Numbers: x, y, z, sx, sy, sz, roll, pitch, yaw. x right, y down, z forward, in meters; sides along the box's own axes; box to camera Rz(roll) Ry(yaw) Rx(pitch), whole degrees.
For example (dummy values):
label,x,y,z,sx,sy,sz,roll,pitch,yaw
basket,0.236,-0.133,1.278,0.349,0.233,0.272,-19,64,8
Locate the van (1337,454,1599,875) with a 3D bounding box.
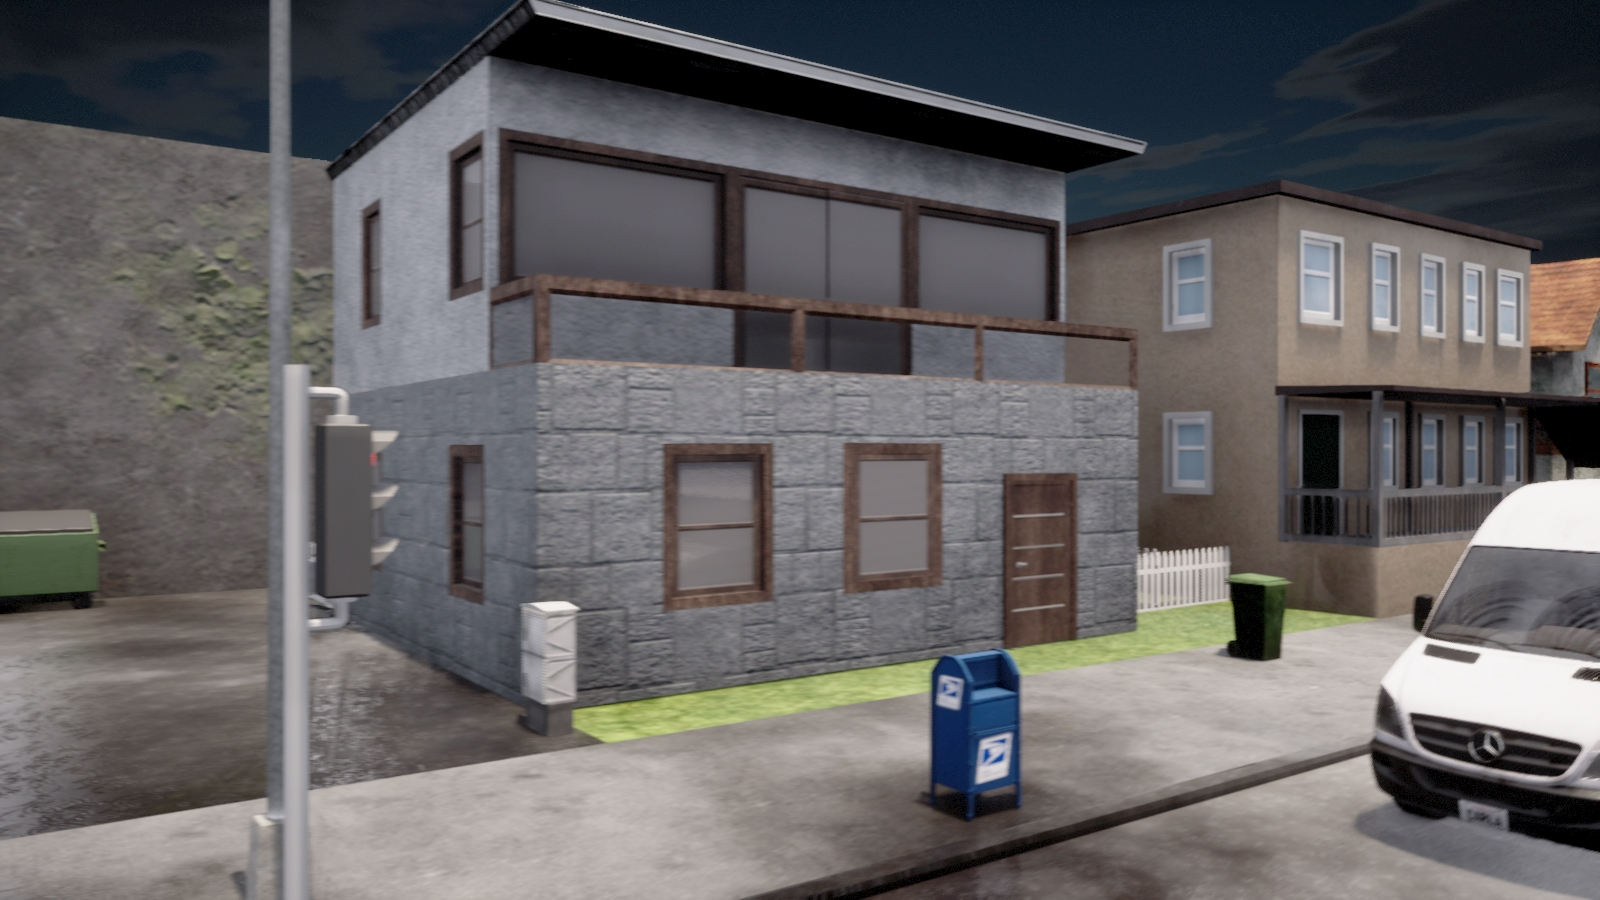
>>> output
label,x,y,z,sx,sy,sz,roll,pitch,yaw
van,6.913,1.315,9.234,5.915,2.561,1.988,0,0,-35
